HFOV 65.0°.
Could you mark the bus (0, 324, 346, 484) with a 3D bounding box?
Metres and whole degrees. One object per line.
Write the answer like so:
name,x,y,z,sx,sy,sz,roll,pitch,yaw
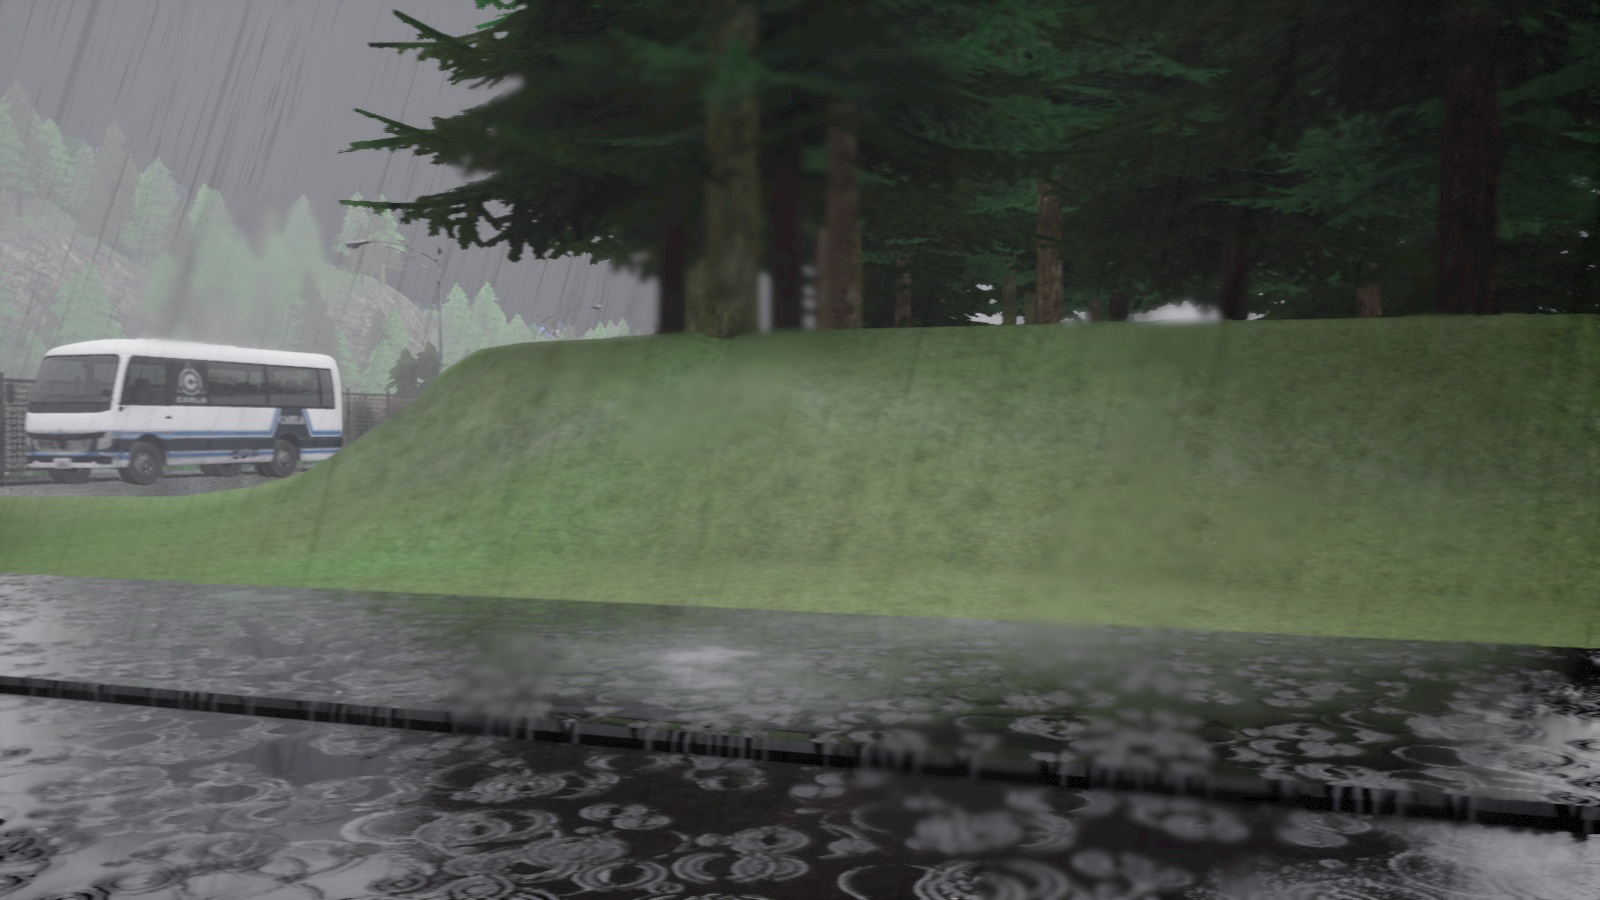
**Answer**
bus,-19.126,-1.320,38.986,3.944,4.253,10.273,1,1,18
